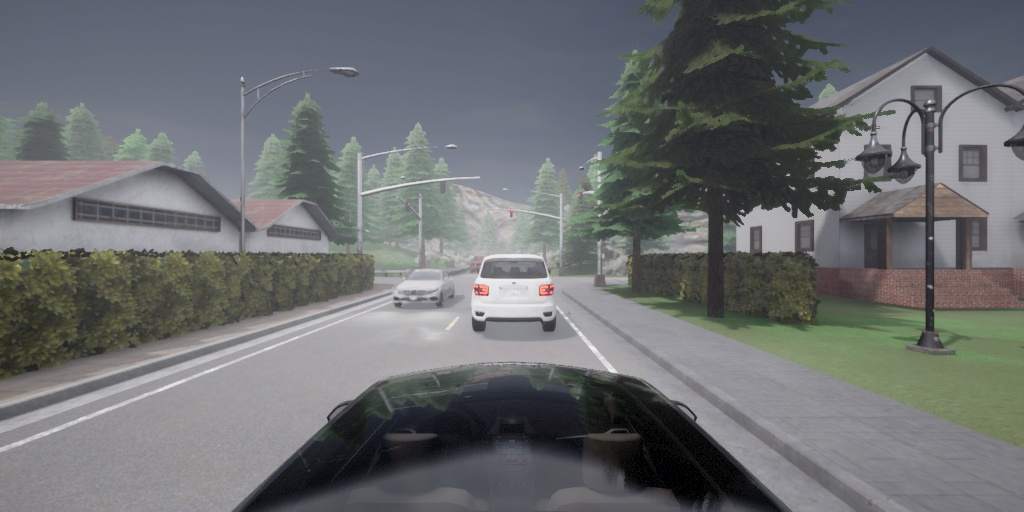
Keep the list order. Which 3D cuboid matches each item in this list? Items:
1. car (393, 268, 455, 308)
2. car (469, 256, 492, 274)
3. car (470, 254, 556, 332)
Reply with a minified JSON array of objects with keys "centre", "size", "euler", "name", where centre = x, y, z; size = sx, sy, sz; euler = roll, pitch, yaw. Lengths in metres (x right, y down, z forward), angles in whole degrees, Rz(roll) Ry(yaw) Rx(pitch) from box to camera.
[{"centre":[-3.603,1.274,15.442],"size":[1.812,1.442,4.674],"euler":[0,0,0],"name":"car"},{"centre":[-3.617,0.968,42.039],"size":[2.150,2.045,5.566],"euler":[0,0,0],"name":"car"},{"centre":[0.061,0.971,11.023],"size":[2.150,2.045,5.566],"euler":[0,0,0],"name":"car"}]
